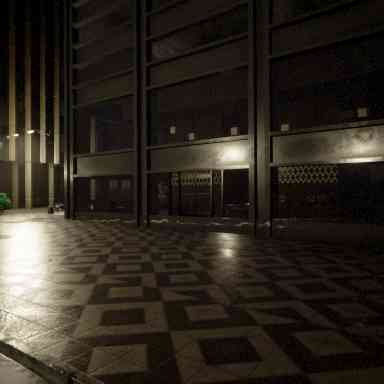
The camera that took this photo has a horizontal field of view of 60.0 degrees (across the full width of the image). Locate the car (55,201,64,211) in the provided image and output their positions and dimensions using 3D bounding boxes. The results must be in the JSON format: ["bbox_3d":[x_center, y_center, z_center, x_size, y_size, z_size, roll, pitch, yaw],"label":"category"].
[{"bbox_3d":[-13.404,1.326,38.607,1.882,1.535,5.008,0,0,35],"label":"car"}]

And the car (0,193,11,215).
[{"bbox_3d":[-19.425,1.113,30.076,2.150,2.045,5.566,0,0,37],"label":"car"}]
